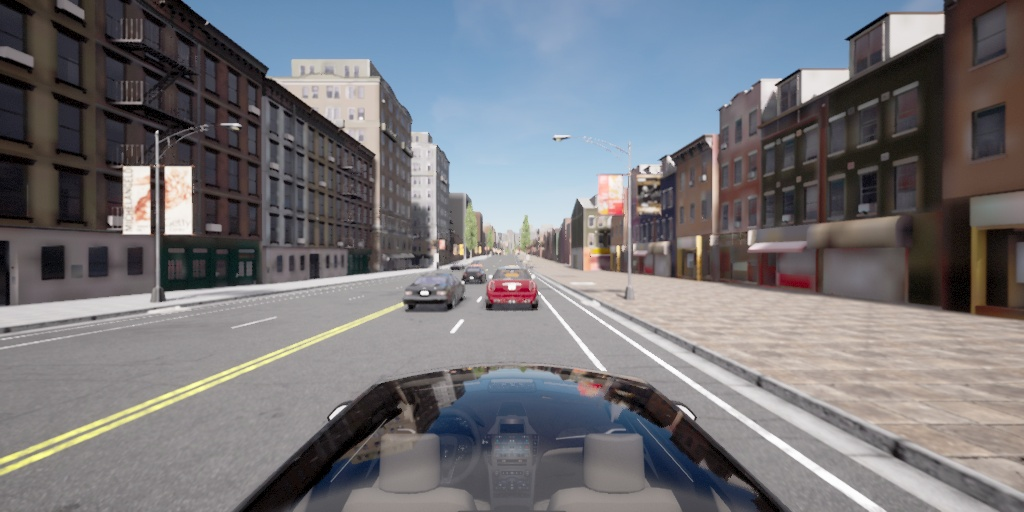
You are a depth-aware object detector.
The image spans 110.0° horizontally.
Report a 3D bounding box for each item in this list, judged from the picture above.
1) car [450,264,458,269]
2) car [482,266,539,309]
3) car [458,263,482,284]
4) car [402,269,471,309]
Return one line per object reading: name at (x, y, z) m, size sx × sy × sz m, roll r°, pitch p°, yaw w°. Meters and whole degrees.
car at (-9.795, 2.032, 63.791) m, size 1.895 × 1.301 × 4.718 m, roll 0°, pitch 0°, yaw 1°
car at (0.001, 1.253, 15.906) m, size 2.097 × 1.767 × 4.553 m, roll 0°, pitch -1°, yaw 0°
car at (-3.250, 1.634, 31.237) m, size 1.812 × 1.442 × 4.674 m, roll 0°, pitch -1°, yaw 0°
car at (-3.251, 1.449, 15.821) m, size 2.033 × 1.411 × 5.357 m, roll 0°, pitch -1°, yaw 0°
